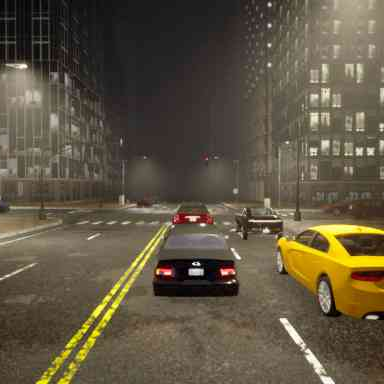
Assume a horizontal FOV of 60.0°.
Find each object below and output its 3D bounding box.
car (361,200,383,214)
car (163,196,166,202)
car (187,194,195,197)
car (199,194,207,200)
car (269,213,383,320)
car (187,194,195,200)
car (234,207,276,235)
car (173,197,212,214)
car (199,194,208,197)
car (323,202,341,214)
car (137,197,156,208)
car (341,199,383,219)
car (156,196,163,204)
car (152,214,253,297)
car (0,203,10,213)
[{"bbox_3d":[21.669,1.643,36.974,4.829,1.417,1.752,1,0,1],"label":"car"},{"bbox_3d":[-6.779,1.489,72.511,1.994,1.385,4.181,0,0,0],"label":"car"},{"bbox_3d":[-0.305,1.470,79.775,1.994,1.385,4.181,0,0,0],"label":"car"},{"bbox_3d":[2.906,1.295,89.822,1.994,1.385,4.181,0,0,0],"label":"car"},{"bbox_3d":[3.323,1.474,7.461,1.882,1.535,5.008,0,0,0],"label":"car"},{"bbox_3d":[-0.344,1.295,89.810,1.994,1.385,4.181,0,0,0],"label":"car"},{"bbox_3d":[3.277,1.482,16.877,2.128,1.511,4.902,0,0,1],"label":"car"},{"bbox_3d":[0.033,1.342,18.047,2.097,1.767,4.553,0,0,0],"label":"car"},{"bbox_3d":[2.945,1.272,79.756,2.097,1.767,4.553,0,0,0],"label":"car"},{"bbox_3d":[16.193,1.589,34.447,5.008,1.535,1.882,1,1,1],"label":"car"},{"bbox_3d":[-6.784,1.567,48.392,1.895,1.301,4.718,0,0,0],"label":"car"},{"bbox_3d":[16.092,1.519,28.666,5.009,1.841,2.192,1,0,1],"label":"car"},{"bbox_3d":[-6.794,1.553,59.856,1.895,1.301,4.718,0,0,0],"label":"car"},{"bbox_3d":[0.067,1.543,8.733,2.033,1.411,5.357,0,0,0],"label":"car"},{"bbox_3d":[-20.035,1.317,31.710,5.008,1.535,1.882,1,1,1],"label":"car"}]
